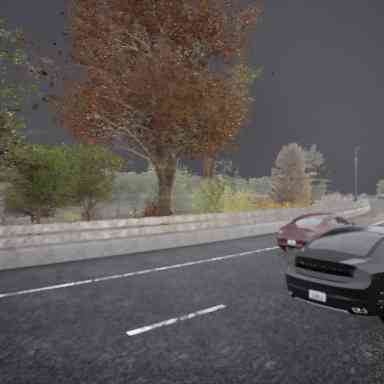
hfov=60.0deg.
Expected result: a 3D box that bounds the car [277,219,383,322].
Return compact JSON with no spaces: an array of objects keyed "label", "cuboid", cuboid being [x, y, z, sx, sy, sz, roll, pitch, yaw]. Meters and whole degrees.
[{"label":"car","cuboid":[3.958,1.499,7.183,4.892,1.490,1.837,0,0,-40]}]

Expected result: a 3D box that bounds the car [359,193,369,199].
[{"label":"car","cuboid":[43.465,1.269,85.143,1.812,1.442,4.674,0,0,1]}]

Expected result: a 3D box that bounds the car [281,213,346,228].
[{"label":"car","cuboid":[5.070,1.524,12.739,4.674,1.442,1.812,0,0,-42]}]

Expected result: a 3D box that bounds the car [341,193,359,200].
[{"label":"car","cuboid":[39.971,1.117,85.342,2.097,1.767,4.553,0,0,1]}]
